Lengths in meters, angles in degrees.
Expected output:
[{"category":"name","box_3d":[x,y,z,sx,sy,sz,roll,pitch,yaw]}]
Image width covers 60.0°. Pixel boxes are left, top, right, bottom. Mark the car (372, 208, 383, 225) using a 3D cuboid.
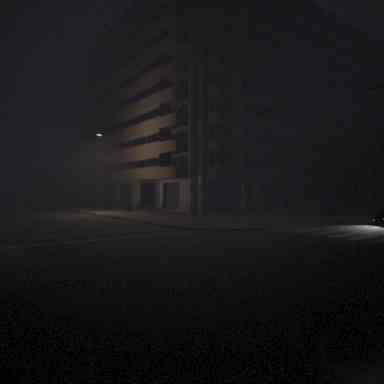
[{"category":"car","box_3d":[14.029,1.557,22.568,4.181,1.385,1.994,0,0,-35]}]
